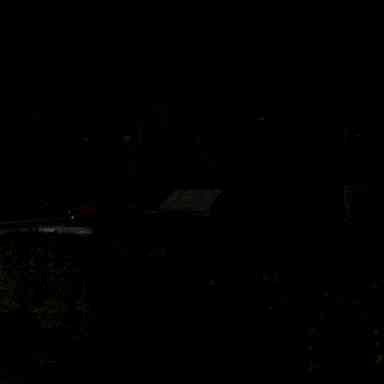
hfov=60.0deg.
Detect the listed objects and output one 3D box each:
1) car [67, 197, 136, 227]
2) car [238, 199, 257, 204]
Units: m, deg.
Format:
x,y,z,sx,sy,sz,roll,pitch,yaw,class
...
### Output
x,y,z,sx,sy,sz,roll,pitch,yaw,class
-6.809,1.438,25.696,2.150,2.045,5.566,0,0,36,car
7.692,1.722,44.395,1.837,1.490,4.892,-1,-1,43,car
